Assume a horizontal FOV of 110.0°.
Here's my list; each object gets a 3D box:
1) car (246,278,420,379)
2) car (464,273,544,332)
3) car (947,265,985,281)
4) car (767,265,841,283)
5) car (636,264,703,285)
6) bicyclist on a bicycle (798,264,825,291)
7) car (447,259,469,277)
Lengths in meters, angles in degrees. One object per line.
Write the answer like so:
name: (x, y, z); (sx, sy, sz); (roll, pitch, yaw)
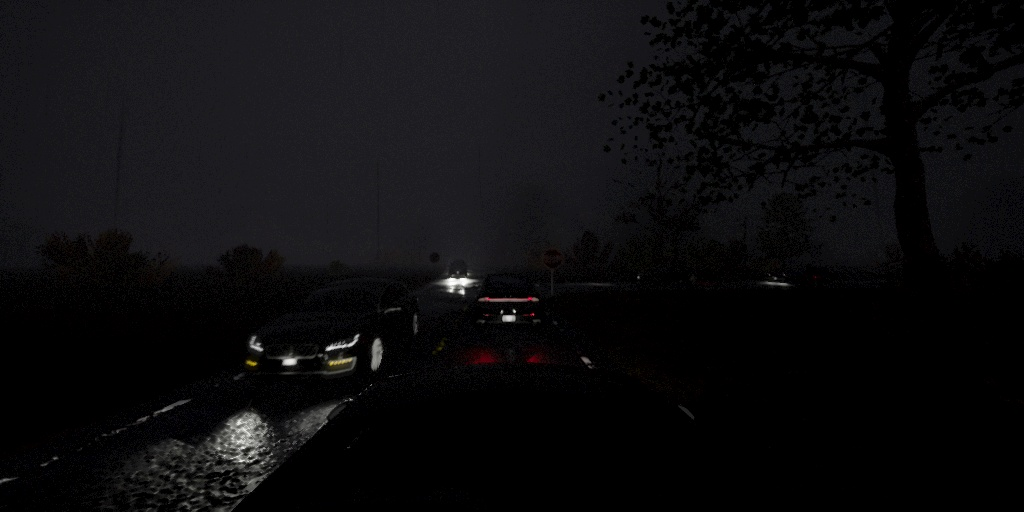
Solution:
car: (-3.258, 1.271, 7.553); (1.837, 1.490, 4.892); (0, 0, -2)
car: (-0.145, 1.268, 10.949); (2.128, 1.511, 4.902); (0, 0, -2)
car: (37.938, 1.455, 31.151); (5.357, 1.411, 2.033); (0, 0, -8)
car: (23.585, 1.424, 28.958); (5.357, 1.411, 2.033); (0, 0, -9)
car: (11.874, 1.341, 27.144); (4.902, 1.511, 2.128); (0, 0, -9)
bicyclist on a bicycle: (18.071, 1.287, 21.679); (0.582, 1.620, 1.656); (0, 0, -9)
car: (-5.529, 1.333, 36.894); (2.128, 1.511, 4.902); (0, 0, -8)
